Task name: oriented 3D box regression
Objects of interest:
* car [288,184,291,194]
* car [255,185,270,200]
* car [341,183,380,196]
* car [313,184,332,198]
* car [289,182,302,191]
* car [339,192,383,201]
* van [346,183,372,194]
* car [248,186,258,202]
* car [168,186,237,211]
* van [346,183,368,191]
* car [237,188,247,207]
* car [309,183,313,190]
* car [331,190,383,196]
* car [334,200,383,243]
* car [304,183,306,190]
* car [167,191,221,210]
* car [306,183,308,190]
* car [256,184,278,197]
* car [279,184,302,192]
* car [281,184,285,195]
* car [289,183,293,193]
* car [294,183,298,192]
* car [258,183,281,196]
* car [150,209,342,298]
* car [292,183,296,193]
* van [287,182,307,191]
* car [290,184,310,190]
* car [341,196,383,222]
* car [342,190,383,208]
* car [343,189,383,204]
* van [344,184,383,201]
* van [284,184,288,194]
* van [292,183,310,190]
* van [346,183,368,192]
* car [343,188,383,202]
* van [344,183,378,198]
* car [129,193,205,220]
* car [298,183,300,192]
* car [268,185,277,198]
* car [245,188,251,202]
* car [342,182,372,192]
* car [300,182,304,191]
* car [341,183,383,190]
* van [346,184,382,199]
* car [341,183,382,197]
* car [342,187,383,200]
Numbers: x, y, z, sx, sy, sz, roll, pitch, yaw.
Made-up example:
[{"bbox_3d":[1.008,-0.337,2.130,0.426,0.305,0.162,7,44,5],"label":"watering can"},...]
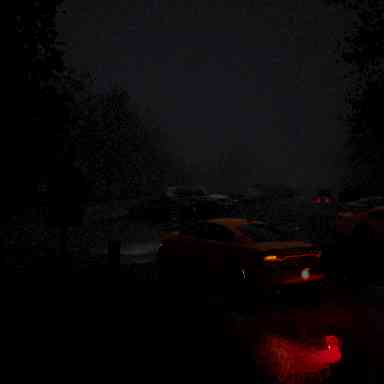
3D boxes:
[{"bbox_3d":[13.213,-0.206,54.770,4.792,1.488,2.163,1,2,25],"label":"car"},{"bbox_3d":[6.126,0.294,39.849,5.366,1.575,1.946,1,3,25],"label":"car"},{"bbox_3d":[27.378,-0.453,54.220,5.566,2.045,2.435,1,2,25],"label":"car"},{"bbox_3d":[19.234,0.000,48.335,2.128,1.511,4.902,1,2,25],"label":"car"},{"bbox_3d":[19.067,-0.651,67.349,4.892,1.521,2.231,1,2,25],"label":"car"},{"bbox_3d":[10.026,1.123,16.645,4.553,1.767,2.185,1,3,25],"label":"car"},{"bbox_3d":[32.219,-0.762,64.324,4.442,1.987,1.878,1,2,25],"label":"van"},{"bbox_3d":[3.742,0.511,34.706,5.366,1.575,1.946,1,3,25],"label":"car"},{"bbox_3d":[0.436,0.589,27.055,5.566,2.045,2.435,1,3,25],"label":"car"},{"bbox_3d":[37.987,-1.175,76.772,4.442,1.987,1.878,1,2,25],"label":"van"},{"bbox_3d":[1.745,0.732,29.516,5.366,1.575,1.946,1,3,25],"label":"car"},{"bbox_3d":[27.266,-1.487,84.950,5.566,2.045,2.435,1,2,25],"label":"car"},{"bbox_3d":[13.270,0.925,24.162,5.366,1.575,1.946,1,3,25],"label":"car"},{"bbox_3d":[8.829,1.355,14.152,5.008,1.535,2.097,1,3,25],"label":"car"},{"bbox_3d":[22.545,-1.028,74.908,4.553,1.767,2.185,1,2,25],"label":"car"},{"bbox_3d":[-0.751,0.947,24.558,5.008,1.535,2.097,1,3,25],"label":"car"},{"bbox_3d":[23.735,-0.986,77.419,5.008,1.535,2.097,1,2,25],"label":"car"},{"bbox_3d":[8.567,0.108,44.688,4.892,1.521,2.231,1,3,25],"label":"car"},{"bbox_3d":[21.378,-0.945,72.390,4.553,1.767,2.185,1,2,25],"label":"car"},{"bbox_3d":[10.933,-0.038,49.710,4.792,1.488,2.163,1,2,25],"label":"car"},{"bbox_3d":[14.380,-0.289,57.288,4.792,1.488,2.163,1,2,25],"label":"car"},{"bbox_3d":[16.571,-0.491,62.388,5.366,1.575,1.946,1,2,25],"label":"car"},{"bbox_3d":[9.769,-0.107,47.189,4.553,1.767,2.185,1,2,25],"label":"car"},{"bbox_3d":[0.887,1.401,8.438,1.882,1.535,5.008,2,-1,-31],"label":"car"},{"bbox_3d":[15.547,-0.373,59.806,4.792,1.488,2.163,1,2,25],"label":"car"},{"bbox_3d":[25.968,-1.380,82.494,4.442,1.987,1.878,1,2,25],"label":"van"},{"bbox_3d":[28.422,-1.260,87.454,4.792,1.488,2.163,1,2,25],"label":"car"},{"bbox_3d":[12.271,1.078,21.575,4.674,1.452,2.002,1,3,25],"label":"car"},{"bbox_3d":[16.904,0.638,31.630,4.792,1.488,2.163,1,3,25],"label":"car"},{"bbox_3d":[19.337,0.428,36.742,4.792,1.488,2.163,1,3,25],"label":"car"},{"bbox_3d":[21.478,-0.009,41.679,4.442,1.987,1.878,1,2,24],"label":"van"},{"bbox_3d":[12.179,-0.376,52.183,4.442,1.987,1.878,1,2,25],"label":"van"},{"bbox_3d":[29.461,-1.556,90.035,4.442,1.987,1.878,1,1,25],"label":"van"},{"bbox_3d":[36.876,-1.095,74.373,4.442,1.987,1.878,1,2,25],"label":"van"},{"bbox_3d":[20.446,0.337,39.135,4.792,1.488,2.163,1,2,25],"label":"car"},{"bbox_3d":[24.970,-0.262,49.234,4.442,1.987,1.878,1,2,25],"label":"van"},{"bbox_3d":[-1.949,1.084,22.057,4.792,1.488,2.163,1,3,25],"label":"car"},{"bbox_3d":[17.912,-0.568,64.825,4.892,1.521,2.231,1,2,25],"label":"car"},{"bbox_3d":[7.578,0.203,42.098,5.366,1.575,1.946,1,2,25],"label":"car"},{"bbox_3d":[2.750,0.626,32.109,4.892,1.521,2.231,1,3,25],"label":"car"},{"bbox_3d":[35.580,-1.039,71.920,5.566,2.045,2.435,1,2,25],"label":"car"},{"bbox_3d":[20.071,-0.741,69.941,5.366,1.575,1.946,1,2,25],"label":"car"},{"bbox_3d":[15.791,0.466,29.084,5.566,2.045,2.435,1,3,25],"label":"car"},{"bbox_3d":[24.017,-0.176,46.624,4.442,1.987,1.878,1,2,25],"label":"van"},{"bbox_3d":[26.214,-0.370,51.708,5.566,2.045,2.435,1,2,25],"label":"car"},{"bbox_3d":[22.752,0.132,44.166,5.008,1.535,2.097,1,2,25],"label":"car"}]
